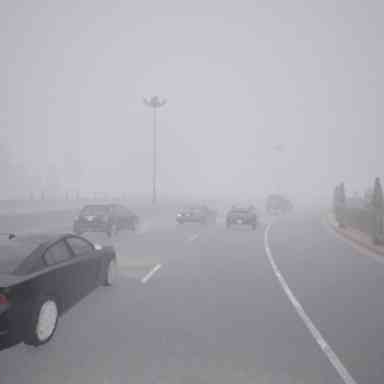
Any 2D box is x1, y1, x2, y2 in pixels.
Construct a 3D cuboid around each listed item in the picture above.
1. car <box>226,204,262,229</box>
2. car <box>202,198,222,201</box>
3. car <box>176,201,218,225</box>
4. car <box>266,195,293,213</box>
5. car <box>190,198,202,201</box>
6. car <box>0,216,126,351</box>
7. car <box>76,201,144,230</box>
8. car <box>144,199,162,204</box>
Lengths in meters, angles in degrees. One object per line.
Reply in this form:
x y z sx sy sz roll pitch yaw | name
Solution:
3.469 1.539 21.963 2.128 1.511 4.902 0 0 16 | car
4.031 1.744 55.600 1.994 1.385 4.181 0 0 36 | car
0.453 1.599 24.370 2.033 1.411 5.357 0 0 17 | car
10.176 1.309 38.632 2.150 2.045 5.566 0 0 28 | car
0.803 1.757 57.112 1.994 1.385 4.181 0 0 35 | car
-2.961 1.481 6.426 1.882 1.535 5.008 0 0 5 | car
-4.599 1.383 18.528 2.097 1.767 4.553 0 0 12 | car
-6.451 1.736 52.179 1.994 1.385 4.181 0 -1 30 | car
